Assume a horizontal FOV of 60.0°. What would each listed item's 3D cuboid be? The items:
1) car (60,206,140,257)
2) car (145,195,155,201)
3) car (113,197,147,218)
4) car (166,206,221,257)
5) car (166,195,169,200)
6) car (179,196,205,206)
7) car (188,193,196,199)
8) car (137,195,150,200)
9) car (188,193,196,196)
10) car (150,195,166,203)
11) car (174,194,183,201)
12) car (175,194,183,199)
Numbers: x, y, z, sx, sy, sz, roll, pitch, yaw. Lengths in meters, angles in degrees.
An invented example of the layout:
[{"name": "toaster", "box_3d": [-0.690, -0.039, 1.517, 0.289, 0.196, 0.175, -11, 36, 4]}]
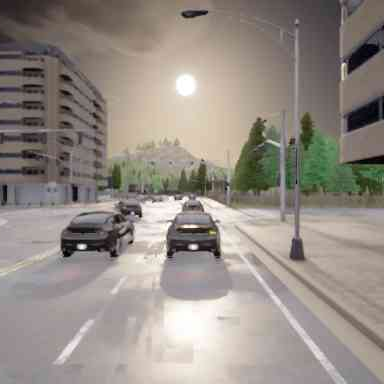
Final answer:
[{"name": "car", "box_3d": [-3.437, 1.485, 12.847, 1.837, 1.490, 4.892, 0, 0, 0]}, {"name": "car", "box_3d": [-10.500, 1.425, 84.133, 1.994, 1.385, 4.181, 0, 0, 0]}, {"name": "car", "box_3d": [-5.598, 1.419, 28.690, 1.837, 1.490, 4.892, 1, 0, -21]}, {"name": "car", "box_3d": [0.063, 1.485, 12.785, 1.837, 1.490, 4.892, 0, -1, 0]}, {"name": "car", "box_3d": [-7.000, 1.397, 84.128, 1.812, 1.442, 4.674, 0, 0, 0]}, {"name": "car", "box_3d": [0.074, 1.422, 29.047, 1.837, 1.490, 4.892, 0, 0, 0]}, {"name": "car", "box_3d": [0.000, 1.081, 93.196, 2.097, 1.767, 4.553, 0, 0, 0]}, {"name": "car", "box_3d": [-10.500, 1.428, 68.525, 2.128, 1.511, 4.902, 0, 0, 0]}, {"name": "car", "box_3d": [0.000, 1.401, 84.234, 1.812, 1.442, 4.674, 0, 0, 0]}, {"name": "car", "box_3d": [-7.000, 1.427, 68.549, 1.812, 1.442, 4.674, 0, 0, 0]}, {"name": "car", "box_3d": [-3.500, 1.404, 83.636, 2.128, 1.511, 4.902, 0, 0, 0]}, {"name": "car", "box_3d": [-3.500, 1.266, 93.227, 2.033, 1.411, 5.357, 0, 0, 0]}]
